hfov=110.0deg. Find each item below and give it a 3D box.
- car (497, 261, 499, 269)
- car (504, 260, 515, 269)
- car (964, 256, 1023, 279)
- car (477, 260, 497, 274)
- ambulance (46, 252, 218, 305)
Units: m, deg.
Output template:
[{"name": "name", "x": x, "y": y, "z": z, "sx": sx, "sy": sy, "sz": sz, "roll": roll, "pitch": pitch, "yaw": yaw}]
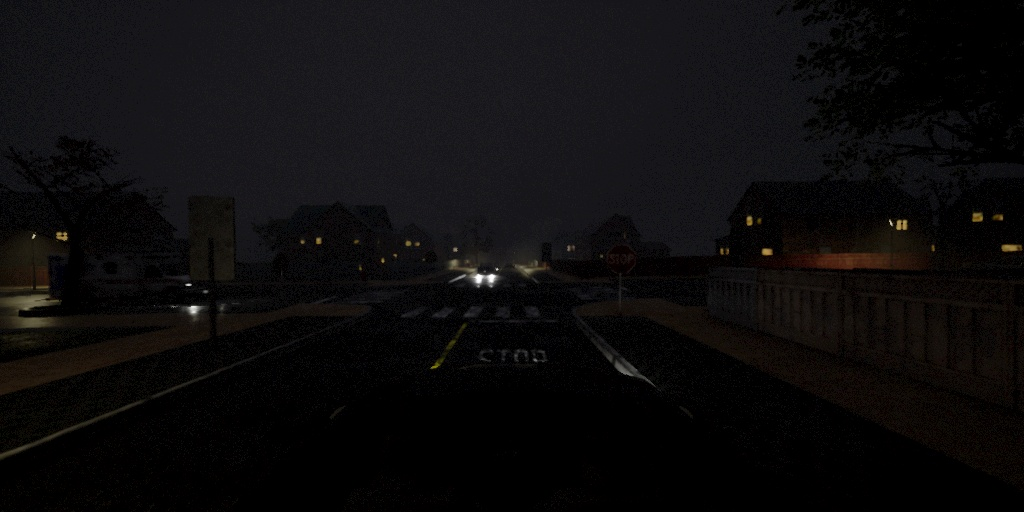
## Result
[{"name": "car", "x": -3.230, "y": 1.503, "z": 64.036, "sx": 2.033, "sy": 1.411, "sz": 5.357, "roll": 0, "pitch": 0, "yaw": -1}, {"name": "car", "x": -0.449, "y": 1.484, "z": 61.822, "sx": 2.033, "sy": 1.411, "sz": 5.357, "roll": 0, "pitch": 0, "yaw": -1}, {"name": "car", "x": 28.640, "y": 0.755, "z": 20.309, "sx": 4.892, "sy": 1.490, "sz": 1.837, "roll": -1, "pitch": 2, "yaw": 0}, {"name": "car", "x": -3.034, "y": 1.420, "z": 41.969, "sx": 1.895, "sy": 1.301, "sz": 4.718, "roll": 0, "pitch": 0, "yaw": -1}, {"name": "ambulance", "x": -18.001, "y": 1.076, "z": 17.313, "sx": 6.366, "sy": 2.431, "sz": 2.351, "roll": -1, "pitch": 2, "yaw": 0}]
